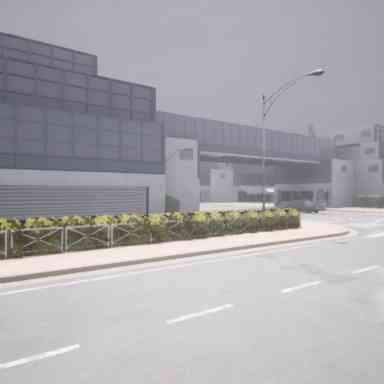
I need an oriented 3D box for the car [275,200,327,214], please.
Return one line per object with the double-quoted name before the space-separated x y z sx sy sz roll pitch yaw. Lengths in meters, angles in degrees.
"car" 11.534 1.531 35.512 2.033 1.411 5.357 0 0 -37
